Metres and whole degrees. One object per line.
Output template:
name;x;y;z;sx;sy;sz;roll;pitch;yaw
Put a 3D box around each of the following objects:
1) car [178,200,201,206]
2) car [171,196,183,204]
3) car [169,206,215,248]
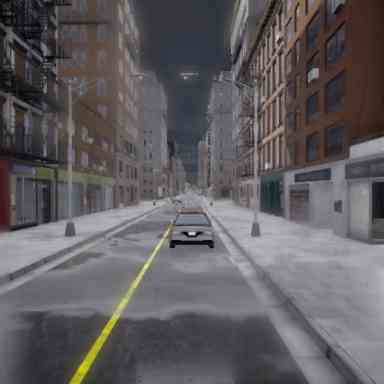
car;0.000;1.616;29.680;1.895;1.301;4.718;0;0;0
car;-2.749;1.566;62.496;1.812;1.442;4.674;0;0;0
car;0.000;1.562;14.650;2.033;1.411;5.357;0;0;0
